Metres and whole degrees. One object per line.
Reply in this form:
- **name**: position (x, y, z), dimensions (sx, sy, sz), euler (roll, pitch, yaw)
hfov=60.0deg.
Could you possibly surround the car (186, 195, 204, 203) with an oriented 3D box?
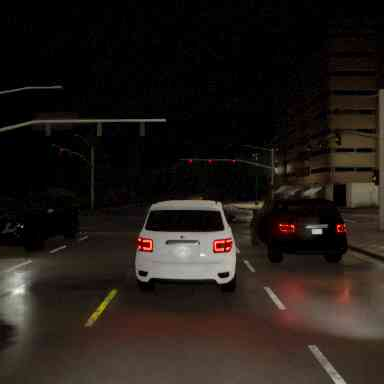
- **car**: position (0.656, 1.478, 70.349), dimensions (1.882, 1.535, 5.008), euler (0, 0, 23)

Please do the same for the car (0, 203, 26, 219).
- **car**: position (-17.429, 1.656, 29.254), dimensions (4.718, 1.301, 1.895), euler (0, 0, 0)

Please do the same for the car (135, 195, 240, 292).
- **car**: position (0.015, 1.221, 9.130), dimensions (2.150, 2.045, 5.566), euler (0, 0, 4)

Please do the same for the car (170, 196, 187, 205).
- **car**: position (-2.431, 1.505, 60.822), dimensions (1.837, 1.490, 4.892), euler (0, 0, 13)

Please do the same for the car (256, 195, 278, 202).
- **car**: position (18.195, 1.540, 80.211), dimensions (5.357, 1.411, 2.033), euler (0, 0, -34)

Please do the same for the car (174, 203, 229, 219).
- **car**: position (0.831, 1.621, 29.365), dimensions (4.718, 1.301, 1.895), euler (0, 0, 0)

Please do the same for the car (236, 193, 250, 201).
- **car**: position (13.067, 1.225, 80.719), dimensions (5.566, 2.045, 2.150), euler (0, 0, -41)

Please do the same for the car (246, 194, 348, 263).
- **car**: position (3.576, 1.221, 12.156), dimensions (2.150, 2.045, 5.566), euler (0, 0, 0)

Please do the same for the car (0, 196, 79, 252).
- **car**: position (-6.734, 1.221, 14.257), dimensions (2.150, 2.045, 5.566), euler (0, 0, 3)

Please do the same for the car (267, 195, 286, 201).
- **car**: position (21.833, 1.524, 86.237), dimensions (4.674, 1.442, 1.812), euler (0, 0, -22)

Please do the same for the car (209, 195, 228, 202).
- **car**: position (6.374, 1.525, 78.980), dimensions (2.128, 1.511, 4.902), euler (0, 0, 38)

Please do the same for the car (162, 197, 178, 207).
- **car**: position (-3.367, 1.505, 51.586), dimensions (1.837, 1.490, 4.892), euler (0, 0, 3)
